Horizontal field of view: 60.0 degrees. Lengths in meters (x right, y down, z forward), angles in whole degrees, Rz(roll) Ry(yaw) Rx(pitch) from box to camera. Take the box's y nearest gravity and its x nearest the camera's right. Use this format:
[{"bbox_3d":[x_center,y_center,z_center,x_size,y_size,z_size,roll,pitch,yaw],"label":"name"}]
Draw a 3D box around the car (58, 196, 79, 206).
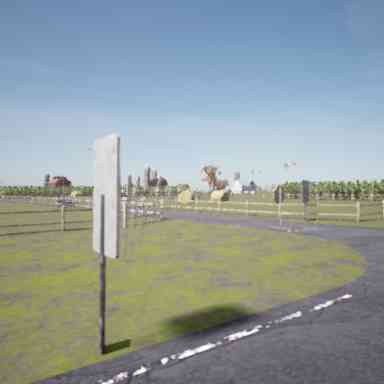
[{"bbox_3d":[-18.572,1.296,49.915,2.128,1.511,4.902,1,0,-40],"label":"car"}]
